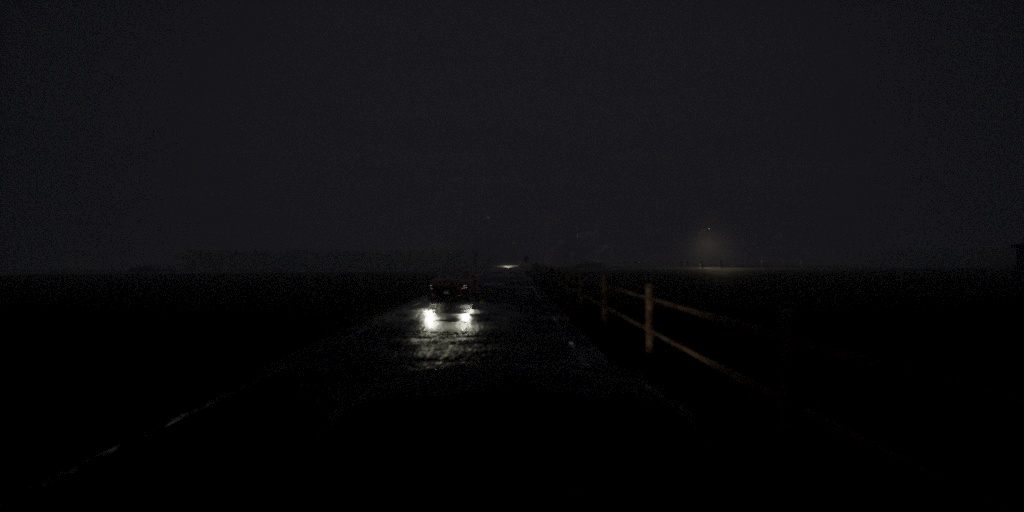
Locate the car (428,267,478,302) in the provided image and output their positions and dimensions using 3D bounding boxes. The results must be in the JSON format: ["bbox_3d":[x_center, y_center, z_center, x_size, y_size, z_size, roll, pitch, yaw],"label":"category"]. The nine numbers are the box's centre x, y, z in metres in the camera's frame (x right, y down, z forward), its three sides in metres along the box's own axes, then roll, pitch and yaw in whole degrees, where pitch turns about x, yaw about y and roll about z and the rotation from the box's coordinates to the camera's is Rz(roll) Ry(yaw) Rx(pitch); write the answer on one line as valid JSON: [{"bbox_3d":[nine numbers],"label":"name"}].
[{"bbox_3d":[-2.835,1.319,17.961,1.882,1.535,5.008,0,0,0],"label":"car"}]
